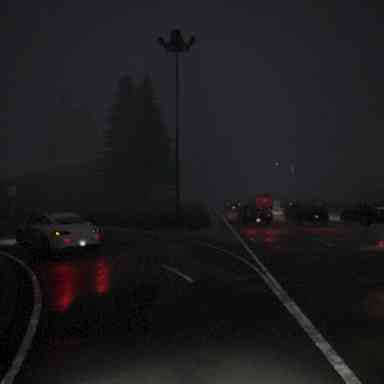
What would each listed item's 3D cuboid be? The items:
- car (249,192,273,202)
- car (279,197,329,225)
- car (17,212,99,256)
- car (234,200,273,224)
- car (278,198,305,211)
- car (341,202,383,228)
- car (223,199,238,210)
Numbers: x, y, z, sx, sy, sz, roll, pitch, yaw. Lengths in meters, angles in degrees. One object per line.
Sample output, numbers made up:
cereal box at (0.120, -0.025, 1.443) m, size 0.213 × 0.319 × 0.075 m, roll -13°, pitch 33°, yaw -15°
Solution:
car at (8.276, 1.052, 40.252) m, size 2.150 × 2.045 × 5.566 m, roll 0°, pitch 0°, yaw 2°
car at (7.800, 1.369, 23.097) m, size 1.882 × 1.535 × 5.008 m, roll 0°, pitch 0°, yaw 2°
car at (-5.300, 1.500, 13.029) m, size 1.812 × 1.442 × 4.674 m, roll 0°, pitch 0°, yaw -43°
car at (4.309, 1.504, 23.489) m, size 1.895 × 1.301 × 4.718 m, roll 0°, pitch 0°, yaw 2°
car at (11.757, 1.421, 39.484) m, size 1.895 × 1.301 × 4.718 m, roll 0°, pitch 0°, yaw 2°
car at (11.248, 1.376, 21.187) m, size 2.128 × 1.511 × 4.902 m, roll 0°, pitch 0°, yaw 2°
car at (4.761, 1.446, 39.678) m, size 1.895 × 1.301 × 4.718 m, roll 0°, pitch 0°, yaw 2°
